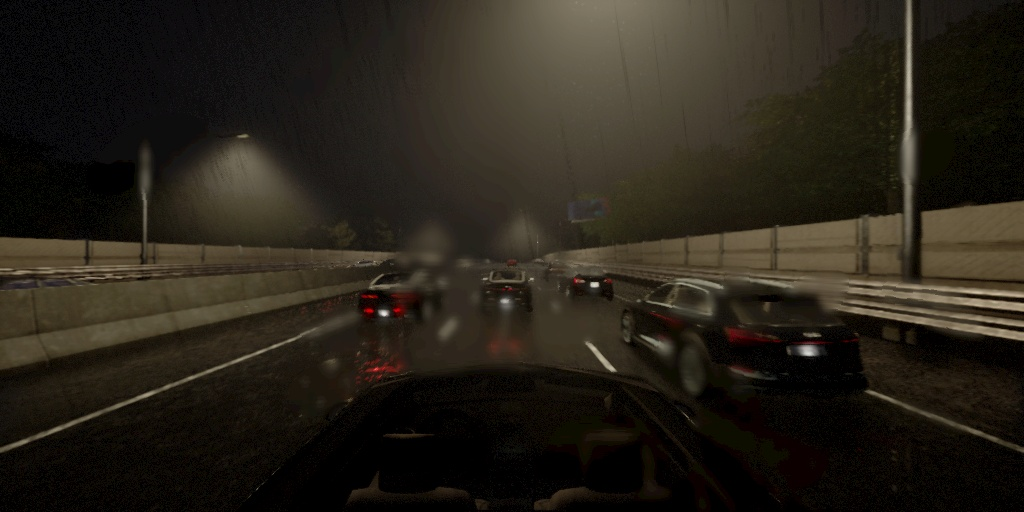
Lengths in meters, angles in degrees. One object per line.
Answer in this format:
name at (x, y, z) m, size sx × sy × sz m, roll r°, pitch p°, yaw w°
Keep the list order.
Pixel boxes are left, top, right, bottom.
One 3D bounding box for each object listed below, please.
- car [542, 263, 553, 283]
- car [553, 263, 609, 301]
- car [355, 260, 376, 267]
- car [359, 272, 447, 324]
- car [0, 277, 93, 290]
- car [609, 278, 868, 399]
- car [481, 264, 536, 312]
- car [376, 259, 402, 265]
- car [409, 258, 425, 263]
car at (3.500, 1.269, 28.514) m, size 2.128 × 1.511 × 4.902 m, roll 0°, pitch 0°, yaw 0°
car at (3.500, 1.263, 17.538) m, size 2.163 × 1.488 × 4.792 m, roll 0°, pitch 0°, yaw 0°
car at (-21.008, 1.371, 51.871) m, size 1.812 × 1.442 × 4.674 m, roll 0°, pitch 0°, yaw 0°
car at (-3.399, 1.259, 11.931) m, size 1.837 × 1.490 × 4.892 m, roll 0°, pitch 0°, yaw 0°
car at (-14.100, 1.301, 10.055) m, size 2.033 × 1.411 × 5.357 m, roll 0°, pitch 0°, yaw 0°
car at (3.500, 1.183, 6.501) m, size 2.033 × 1.649 × 4.856 m, roll 0°, pitch 0°, yaw 0°
car at (-0.142, 1.262, 14.254) m, size 1.837 × 1.490 × 4.892 m, roll 0°, pitch 0°, yaw 1°
car at (-17.506, 1.196, 52.191) m, size 2.097 × 1.767 × 4.553 m, roll 0°, pitch 0°, yaw 0°
car at (-14.000, 1.210, 52.832) m, size 2.097 × 1.767 × 4.553 m, roll 0°, pitch 0°, yaw 0°
